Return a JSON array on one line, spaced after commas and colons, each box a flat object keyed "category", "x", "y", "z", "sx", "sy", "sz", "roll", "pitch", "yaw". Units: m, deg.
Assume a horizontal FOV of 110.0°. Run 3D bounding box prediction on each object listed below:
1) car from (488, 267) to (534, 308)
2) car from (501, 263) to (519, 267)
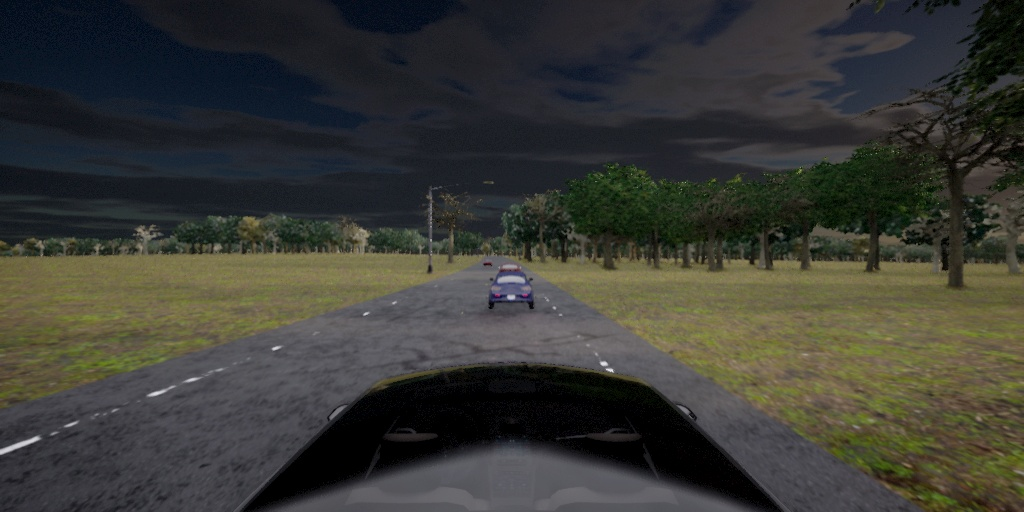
[{"category": "car", "x": -0.027, "y": 1.384, "z": 15.757, "sx": 1.812, "sy": 1.442, "sz": 4.674, "roll": 0, "pitch": 0, "yaw": 0}, {"category": "car", "x": -0.178, "y": 1.369, "z": 31.083, "sx": 1.882, "sy": 1.535, "sz": 5.008, "roll": 0, "pitch": 0, "yaw": 0}]
